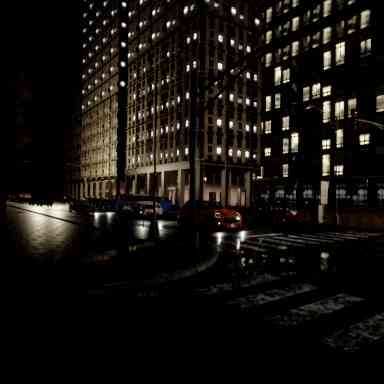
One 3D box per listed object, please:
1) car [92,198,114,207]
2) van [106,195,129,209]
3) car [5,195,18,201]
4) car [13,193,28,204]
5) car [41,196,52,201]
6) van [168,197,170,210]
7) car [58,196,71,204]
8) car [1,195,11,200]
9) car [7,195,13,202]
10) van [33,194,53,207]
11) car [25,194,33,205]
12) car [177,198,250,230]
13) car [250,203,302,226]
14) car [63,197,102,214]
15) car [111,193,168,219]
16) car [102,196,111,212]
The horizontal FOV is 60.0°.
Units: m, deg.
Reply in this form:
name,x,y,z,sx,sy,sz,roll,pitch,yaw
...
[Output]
name,x,y,z,sx,sy,sz,roll,pitch,yaw
car,-13.852,1.587,51.557,1.947,1.339,4.313,1,-1,-35
van,-10.582,1.368,46.951,1.690,1.788,3.998,1,-1,-35
car,-40.282,1.378,74.366,2.008,1.369,4.403,1,-1,-35
car,-30.482,1.155,60.542,2.192,1.841,5.009,1,-1,-35
car,-36.713,1.571,83.818,1.802,1.307,4.206,1,-1,-35
van,-4.051,1.382,37.733,1.690,1.788,3.998,1,-1,-35
car,-22.231,1.464,58.897,1.837,1.490,4.892,1,-1,-35
car,-46.718,1.366,83.447,1.752,1.417,4.829,1,-1,-35
car,-37.017,1.397,69.757,1.947,1.339,4.313,1,-1,-35
van,-20.684,1.197,46.715,1.690,1.788,3.998,1,-1,-35
car,-23.954,1.432,51.321,1.802,1.307,4.206,1,-1,-35
car,1.021,1.303,20.516,2.097,1.767,4.553,1,-1,-34
car,5.745,1.505,23.905,1.967,1.590,4.097,1,-1,-35
car,-10.891,1.427,32.886,2.008,1.369,4.403,1,-1,-35
car,-4.638,1.159,28.561,2.150,2.045,5.566,1,-1,-34
car,-10.642,1.429,37.027,1.837,1.490,4.892,1,-1,-35
